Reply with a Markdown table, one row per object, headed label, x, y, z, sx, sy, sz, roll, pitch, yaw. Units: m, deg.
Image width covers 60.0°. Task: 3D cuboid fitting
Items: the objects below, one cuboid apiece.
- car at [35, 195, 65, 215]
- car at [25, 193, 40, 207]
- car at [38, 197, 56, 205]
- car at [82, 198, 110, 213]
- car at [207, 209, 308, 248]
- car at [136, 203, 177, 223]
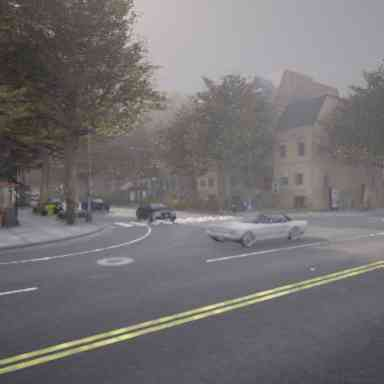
| label | x | y | z | sx | sy | sz | roll | pitch | yaw |
| --- | --- | --- | --- | --- | --- | --- | --- | --- | --- |
| car | -16.361 | 1.439 | 38.922 | 2.231 | 1.521 | 4.892 | 0 | 0 | -35 |
| car | -24.184 | 1.184 | 50.986 | 2.435 | 2.045 | 5.566 | 0 | 0 | -35 |
| car | -25.007 | 1.506 | 57.377 | 1.994 | 1.385 | 4.181 | 0 | 0 | -35 |
| car | -10.782 | 1.419 | 37.159 | 1.882 | 1.535 | 5.008 | 0 | 0 | -35 |
| car | 2.950 | 1.551 | 14.698 | 4.718 | 1.301 | 1.895 | 0 | 0 | -36 |
| car | -2.794 | 1.507 | 25.362 | 1.994 | 1.385 | 4.181 | 0 | 0 | -29 |
